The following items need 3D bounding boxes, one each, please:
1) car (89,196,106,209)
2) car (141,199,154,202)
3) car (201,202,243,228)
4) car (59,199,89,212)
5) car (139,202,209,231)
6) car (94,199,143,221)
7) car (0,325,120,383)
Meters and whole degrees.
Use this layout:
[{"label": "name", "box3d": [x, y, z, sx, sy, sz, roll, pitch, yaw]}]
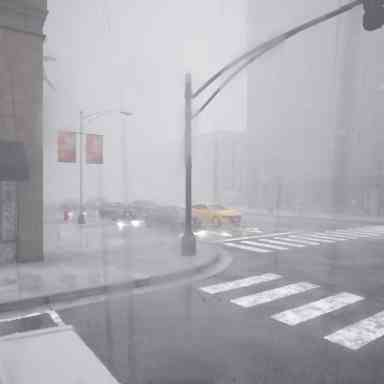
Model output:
[{"label": "car", "box3d": [-11.105, 1.294, 39.744, 2.097, 1.767, 4.553, 0, 0, -36]}, {"label": "car", "box3d": [-4.252, 1.464, 30.216, 1.837, 1.490, 4.892, 0, 0, -36]}, {"label": "car", "box3d": [1.298, 1.451, 22.518, 1.882, 1.535, 5.008, 0, 0, -35]}, {"label": "car", "box3d": [-13.552, 1.472, 37.585, 1.812, 1.442, 4.674, 0, 0, -36]}, {"label": "car", "box3d": [-1.210, 1.542, 20.437, 1.994, 1.385, 4.181, 0, 0, -36]}, {"label": "car", "box3d": [-6.131, 1.529, 27.253, 1.994, 1.385, 4.181, 0, 0, -37]}, {"label": "car", "box3d": [-2.653, 1.601, 1.486, 4.718, 1.301, 1.895, 0, 0, -35]}]
